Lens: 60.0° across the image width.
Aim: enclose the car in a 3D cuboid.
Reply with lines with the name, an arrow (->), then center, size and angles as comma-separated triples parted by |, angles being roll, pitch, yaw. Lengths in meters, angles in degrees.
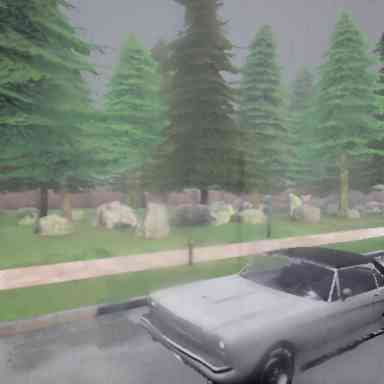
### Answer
car -> 1.654, 1.602, 5.102 | 4.718, 1.301, 1.895 | 0, 0, -34
